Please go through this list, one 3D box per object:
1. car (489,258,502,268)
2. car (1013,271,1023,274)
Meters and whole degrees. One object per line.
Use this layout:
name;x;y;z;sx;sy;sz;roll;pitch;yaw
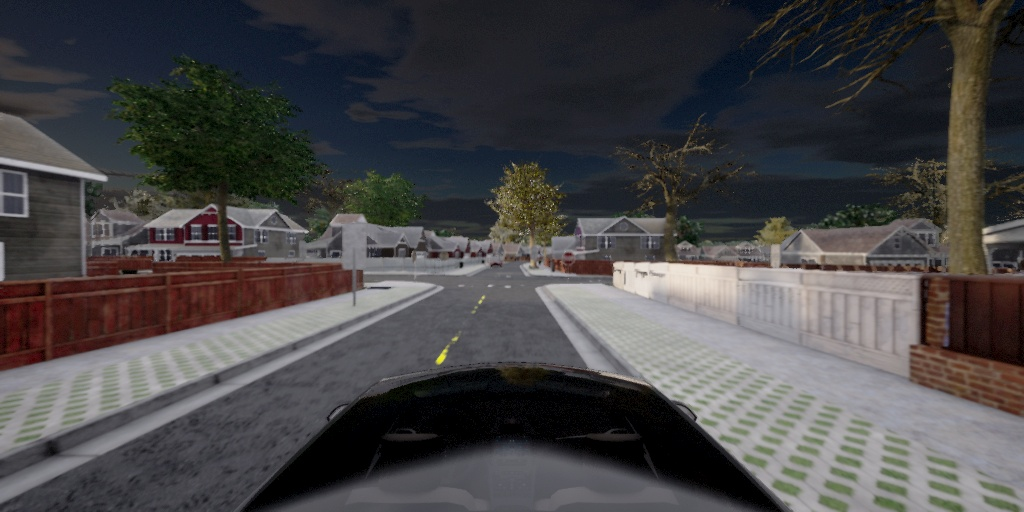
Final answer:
car;-2.710;1.053;61.008;2.097;1.767;4.553;0;0;0
car;43.812;2.031;30.183;4.902;1.511;2.128;1;1;1
